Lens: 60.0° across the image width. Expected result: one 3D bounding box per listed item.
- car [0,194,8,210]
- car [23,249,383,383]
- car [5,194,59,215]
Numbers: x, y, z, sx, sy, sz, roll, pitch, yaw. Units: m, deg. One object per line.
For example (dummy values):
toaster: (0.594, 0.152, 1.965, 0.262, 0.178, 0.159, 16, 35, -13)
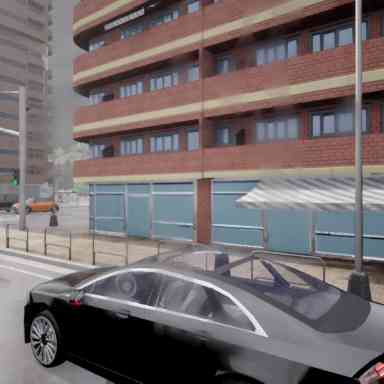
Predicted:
car: (-20.174, 1.221, 35.029, 2.150, 2.045, 5.566, 0, 0, 35)
car: (-0.172, 1.491, 4.112, 4.902, 1.511, 2.128, 0, 0, 35)
car: (-16.249, 1.352, 34.471, 2.097, 1.767, 4.553, 0, 0, 36)
